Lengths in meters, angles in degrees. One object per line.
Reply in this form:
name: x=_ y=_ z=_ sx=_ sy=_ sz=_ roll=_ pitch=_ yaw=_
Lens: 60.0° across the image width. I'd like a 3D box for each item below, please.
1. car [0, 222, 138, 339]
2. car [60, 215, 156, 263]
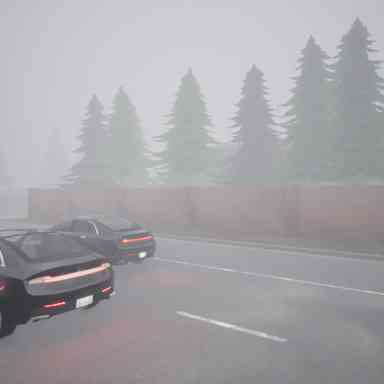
car: x=-3.643 y=1.492 z=6.600 sx=4.902 sy=1.511 sz=2.128 roll=0 pitch=0 yaw=36
car: x=-3.353 y=1.505 z=10.698 sx=4.892 sy=1.490 sz=1.837 roll=0 pitch=0 yaw=35
